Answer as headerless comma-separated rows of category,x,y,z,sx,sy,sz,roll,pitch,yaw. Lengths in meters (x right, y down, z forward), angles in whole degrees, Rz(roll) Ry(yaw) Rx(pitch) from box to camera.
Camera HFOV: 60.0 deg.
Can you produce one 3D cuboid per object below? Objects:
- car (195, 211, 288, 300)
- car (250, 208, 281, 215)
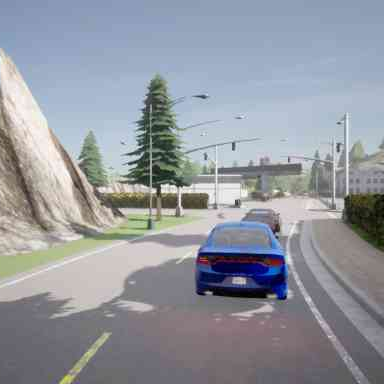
car,1.304,1.478,8.553,1.882,1.535,5.008,0,0,10
car,3.720,1.564,17.739,1.994,1.385,4.181,0,0,17
